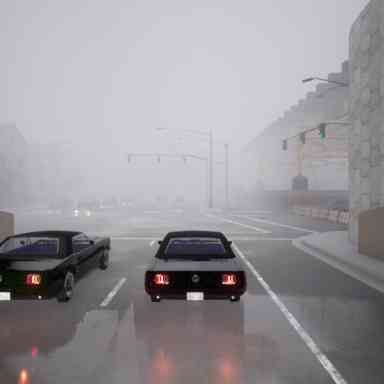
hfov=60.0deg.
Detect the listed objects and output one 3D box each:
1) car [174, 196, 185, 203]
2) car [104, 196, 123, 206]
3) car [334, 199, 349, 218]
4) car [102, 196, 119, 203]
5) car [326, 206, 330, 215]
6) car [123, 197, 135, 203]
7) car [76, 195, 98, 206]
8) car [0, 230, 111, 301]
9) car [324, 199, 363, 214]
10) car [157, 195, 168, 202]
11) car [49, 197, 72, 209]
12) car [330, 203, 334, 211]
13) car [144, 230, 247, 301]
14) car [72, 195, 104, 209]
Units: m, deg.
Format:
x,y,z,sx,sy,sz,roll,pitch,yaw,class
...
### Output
x,y,z,sx,sy,sz,roll,pitch,yaw,class
-2.643,1.564,69.309,1.994,1.385,4.181,0,0,1,car
-13.592,1.547,55.088,2.033,1.411,5.357,0,0,2,car
13.973,1.295,26.113,1.853,1.218,4.536,0,0,-35,car
-16.674,1.540,68.256,2.033,1.411,5.357,0,0,1,car
14.050,1.452,30.763,4.974,1.542,2.038,0,0,-45,car
-13.146,1.595,69.329,1.895,1.301,4.718,0,0,1,car
-17.112,1.352,54.366,2.097,1.767,4.553,0,0,2,car
-3.423,1.601,8.247,1.895,1.301,4.718,0,0,0,car
14.086,1.295,30.799,4.536,1.218,1.853,0,0,-45,car
-6.142,1.367,69.397,1.994,1.385,4.181,0,0,1,car
-17.370,1.491,44.504,2.128,1.511,4.902,0,0,2,car
13.943,1.452,26.156,2.038,1.542,4.974,0,0,-35,car
0.077,1.601,8.238,1.895,1.301,4.718,0,0,0,car
-13.864,1.477,44.707,1.882,1.535,5.008,0,0,2,car
